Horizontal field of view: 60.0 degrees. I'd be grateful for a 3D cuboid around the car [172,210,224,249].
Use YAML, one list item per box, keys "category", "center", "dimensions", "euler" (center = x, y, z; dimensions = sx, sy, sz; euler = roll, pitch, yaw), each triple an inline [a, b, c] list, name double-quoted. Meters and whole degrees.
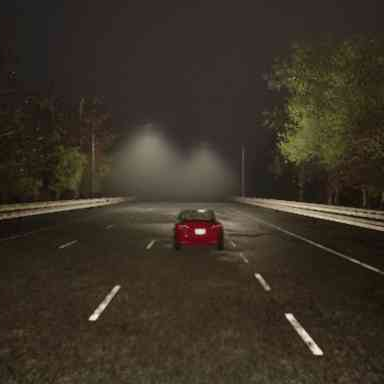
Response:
- category: "car"
  center: [0.216, 1.479, 14.429]
  dimensions: [2.163, 1.488, 4.792]
  euler: [0, 0, -2]
